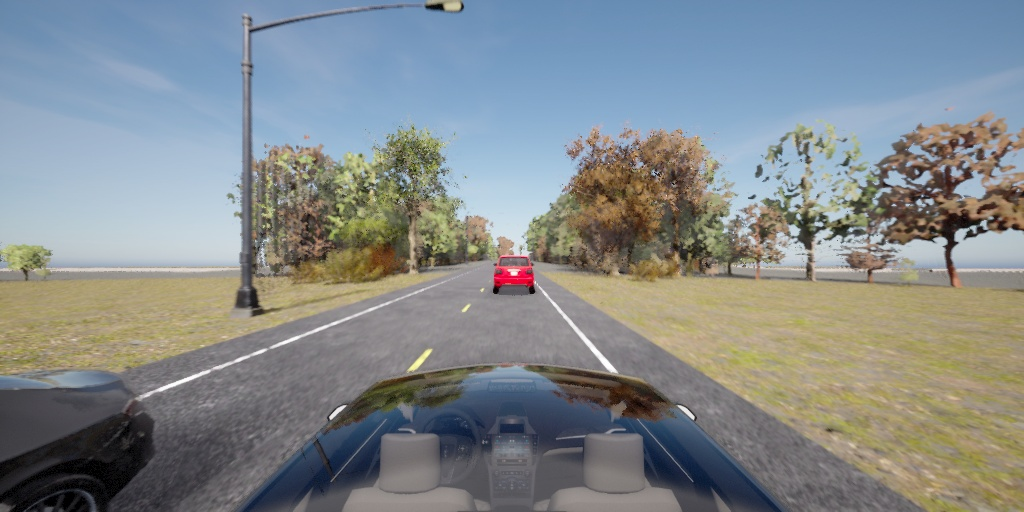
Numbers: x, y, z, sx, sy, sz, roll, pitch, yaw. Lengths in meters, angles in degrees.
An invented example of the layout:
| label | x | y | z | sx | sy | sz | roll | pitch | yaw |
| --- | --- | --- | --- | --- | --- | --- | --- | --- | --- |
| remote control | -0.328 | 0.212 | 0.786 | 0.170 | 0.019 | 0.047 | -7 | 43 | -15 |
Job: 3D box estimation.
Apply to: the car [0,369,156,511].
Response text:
| label | x | y | z | sx | sy | sz | roll | pitch | yaw |
| --- | --- | --- | --- | --- | --- | --- | --- | --- | --- |
| car | -3.596 | 1.276 | 0.783 | 1.812 | 1.442 | 4.674 | 0 | 0 | 0 |

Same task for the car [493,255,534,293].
| label | x | y | z | sx | sy | sz | roll | pitch | yaw |
| --- | --- | --- | --- | --- | --- | --- | --- | --- | --- |
| car | 0.106 | 0.972 | 20.728 | 2.150 | 2.045 | 5.566 | 0 | 0 | 0 |
